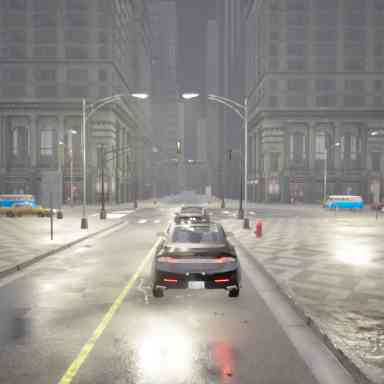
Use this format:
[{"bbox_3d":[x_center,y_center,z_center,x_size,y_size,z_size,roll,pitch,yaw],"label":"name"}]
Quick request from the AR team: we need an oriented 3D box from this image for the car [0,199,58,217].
[{"bbox_3d":[-14.675,1.569,29.945,4.829,1.417,1.752,0,1,0],"label":"car"}]

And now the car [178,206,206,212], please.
[{"bbox_3d":[0.050,1.509,17.996,1.837,1.490,4.892,0,0,3],"label":"car"}]

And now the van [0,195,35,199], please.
[{"bbox_3d":[-20.286,1.229,38.443,3.998,1.788,1.690,0,1,0],"label":"van"}]

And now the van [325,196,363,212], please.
[{"bbox_3d":[17.697,1.352,38.657,3.998,1.788,1.690,0,1,0],"label":"van"}]

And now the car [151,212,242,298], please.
[{"bbox_3d":[0.085,1.491,8.520,2.128,1.511,4.902,0,0,0],"label":"car"}]

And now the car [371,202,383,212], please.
[{"bbox_3d":[23.222,1.576,38.688,4.507,1.381,1.887,0,1,0],"label":"car"}]
